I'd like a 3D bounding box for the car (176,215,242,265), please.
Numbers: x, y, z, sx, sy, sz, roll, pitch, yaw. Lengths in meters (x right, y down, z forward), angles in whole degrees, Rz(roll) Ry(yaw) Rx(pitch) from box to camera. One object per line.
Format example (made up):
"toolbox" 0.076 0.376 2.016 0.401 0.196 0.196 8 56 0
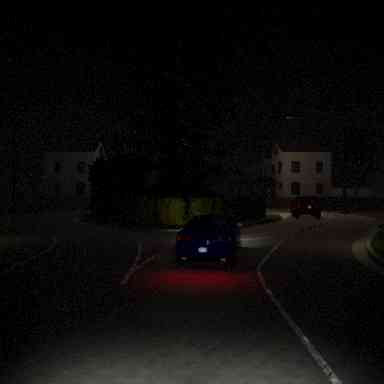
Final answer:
"car" 0.769 1.566 12.200 1.882 1.535 5.008 -1 -1 10

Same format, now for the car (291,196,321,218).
"car" 11.172 1.456 32.712 2.150 2.045 5.566 1 0 12
